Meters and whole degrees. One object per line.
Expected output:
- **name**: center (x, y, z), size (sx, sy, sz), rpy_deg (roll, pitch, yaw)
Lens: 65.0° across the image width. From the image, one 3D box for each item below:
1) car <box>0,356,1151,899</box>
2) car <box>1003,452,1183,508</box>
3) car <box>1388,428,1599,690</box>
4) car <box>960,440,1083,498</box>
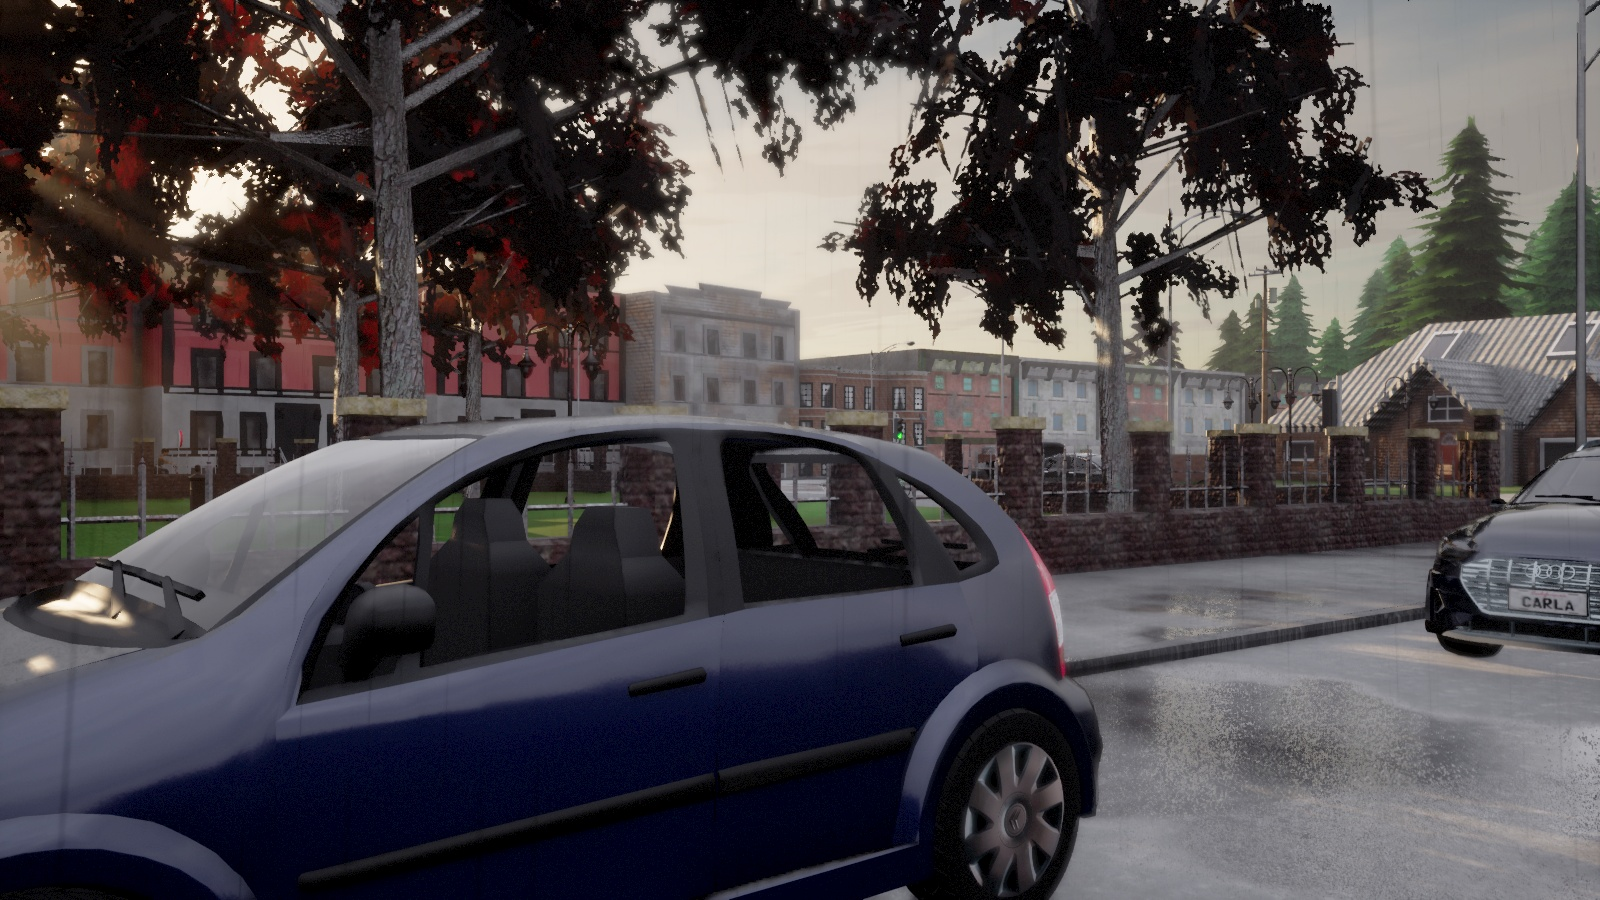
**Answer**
- **car**: center (-0.932, 0.654, 3.663), size (3.988, 1.617, 1.851), rpy_deg (0, 0, -40)
- **car**: center (8.322, 0.820, 36.042), size (1.837, 1.490, 4.892), rpy_deg (0, 0, -40)
- **car**: center (6.666, 0.684, 9.715), size (4.856, 1.649, 2.033), rpy_deg (0, 0, -41)
- **car**: center (7.544, 0.630, 43.000), size (1.905, 1.878, 3.866), rpy_deg (0, 0, -38)
